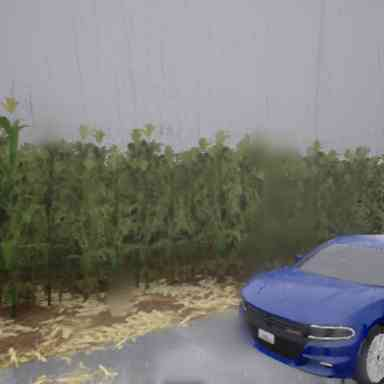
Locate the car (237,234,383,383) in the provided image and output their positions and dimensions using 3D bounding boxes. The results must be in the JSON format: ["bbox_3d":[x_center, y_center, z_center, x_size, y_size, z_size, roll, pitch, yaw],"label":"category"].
[{"bbox_3d":[2.976,1.500,5.524,5.008,1.535,1.882,0,0,-34],"label":"car"}]
